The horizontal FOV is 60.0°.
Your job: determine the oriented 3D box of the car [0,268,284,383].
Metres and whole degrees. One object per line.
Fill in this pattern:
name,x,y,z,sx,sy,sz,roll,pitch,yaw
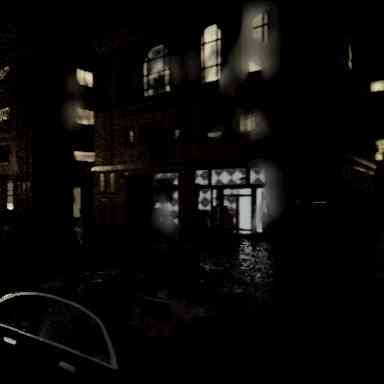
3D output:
car,-1.222,1.575,3.745,4.403,1.369,2.008,-1,0,35
